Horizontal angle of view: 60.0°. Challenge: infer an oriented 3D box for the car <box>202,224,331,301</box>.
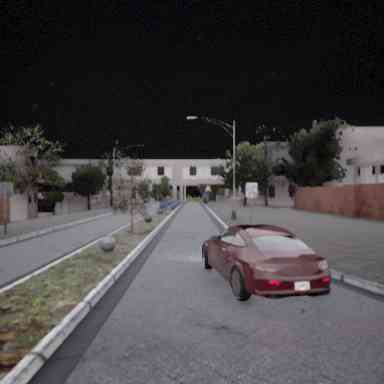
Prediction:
[{"bbox_3d":[1.551,1.523,8.287,1.812,1.442,4.674,0,0,-11],"label":"car"}]
